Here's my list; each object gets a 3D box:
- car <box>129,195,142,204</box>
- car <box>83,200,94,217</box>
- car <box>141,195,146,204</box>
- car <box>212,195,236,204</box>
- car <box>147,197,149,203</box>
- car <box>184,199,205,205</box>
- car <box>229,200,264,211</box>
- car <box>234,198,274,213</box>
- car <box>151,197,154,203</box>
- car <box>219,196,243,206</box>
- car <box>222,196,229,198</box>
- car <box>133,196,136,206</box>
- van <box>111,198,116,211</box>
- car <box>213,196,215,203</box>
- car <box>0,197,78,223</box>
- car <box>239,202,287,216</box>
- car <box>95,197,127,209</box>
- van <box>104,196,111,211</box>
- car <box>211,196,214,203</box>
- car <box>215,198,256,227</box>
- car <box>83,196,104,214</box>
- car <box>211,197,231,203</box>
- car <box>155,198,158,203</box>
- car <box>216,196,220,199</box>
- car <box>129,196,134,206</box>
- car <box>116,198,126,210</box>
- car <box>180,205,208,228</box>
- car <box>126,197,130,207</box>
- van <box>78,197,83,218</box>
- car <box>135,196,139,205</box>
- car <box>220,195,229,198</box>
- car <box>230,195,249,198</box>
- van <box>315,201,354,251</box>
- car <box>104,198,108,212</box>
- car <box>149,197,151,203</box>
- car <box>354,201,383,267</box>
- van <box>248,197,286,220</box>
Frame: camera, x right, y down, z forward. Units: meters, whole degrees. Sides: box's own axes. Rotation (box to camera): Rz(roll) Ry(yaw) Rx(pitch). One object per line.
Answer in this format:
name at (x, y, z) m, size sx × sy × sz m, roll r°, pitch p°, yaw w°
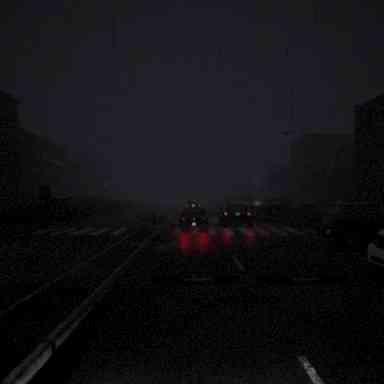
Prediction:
car at (-12.771, 1.898, 64.032) m, size 5.008 × 1.535 × 2.097 m, roll 0°, pitch 0°, yaw 0°
car at (-12.850, 1.803, 33.461) m, size 4.792 × 1.488 × 2.163 m, roll 0°, pitch 0°, yaw 0°
car at (-12.935, 1.913, 69.589) m, size 5.366 × 1.575 × 1.946 m, roll 0°, pitch 0°, yaw 0°
car at (7.696, 1.782, 80.263) m, size 5.566 × 2.045 × 2.435 m, roll 0°, pitch -1°, yaw 0°
car at (-12.731, 1.997, 75.017) m, size 4.674 × 1.452 × 2.002 m, roll 0°, pitch -1°, yaw 0°
car at (0.143, 1.695, 41.212) m, size 2.097 × 1.767 × 4.553 m, roll 0°, pitch 0°, yaw 0°
car at (7.687, 1.893, 47.181) m, size 4.674 × 1.452 × 2.002 m, roll 0°, pitch 0°, yaw 0°
car at (7.715, 1.699, 41.665) m, size 4.553 × 1.767 × 2.185 m, roll 0°, pitch 0°, yaw 0°
car at (-12.689, 1.776, 80.572) m, size 5.566 × 2.045 × 2.435 m, roll 0°, pitch -1°, yaw 0°
car at (7.741, 1.786, 66.484) m, size 4.553 × 1.767 × 2.185 m, roll 0°, pitch 0°, yaw 0°
car at (7.881, 1.871, 52.697) m, size 5.366 × 1.575 × 1.946 m, roll 0°, pitch 0°, yaw 0°
car at (-12.812, 1.915, 58.349) m, size 4.792 × 1.488 × 2.163 m, roll 0°, pitch 0°, yaw 0°
van at (-12.942, 1.614, 44.453) m, size 4.442 × 1.987 × 1.878 m, roll 0°, pitch 0°, yaw 0°
car at (7.710, 1.939, 71.993) m, size 5.008 × 1.535 × 2.097 m, roll 0°, pitch -1°, yaw 0°
car at (-12.940, 1.475, 27.780) m, size 5.566 × 2.045 × 2.435 m, roll 0°, pitch 0°, yaw 0°
car at (7.649, 1.820, 36.148) m, size 4.792 × 1.488 × 2.163 m, roll 0°, pitch 0°, yaw 0°
car at (-12.830, 1.746, 52.791) m, size 4.553 × 1.767 × 2.185 m, roll 0°, pitch 0°, yaw 0°
van at (-12.955, 1.601, 41.799) m, size 4.442 × 1.987 × 1.878 m, roll 0°, pitch 0°, yaw 0°
car at (7.690, 1.714, 74.753) m, size 5.566 × 2.045 × 2.435 m, roll 0°, pitch -1°, yaw 0°
car at (3.129, 1.571, 24.896) m, size 2.097 × 1.767 × 4.553 m, roll 0°, pitch -1°, yaw 0°
car at (-12.892, 1.540, 36.116) m, size 5.566 × 2.045 × 2.435 m, roll 0°, pitch 0°, yaw 0°
car at (7.727, 2.181, 88.522) m, size 5.008 × 1.535 × 2.097 m, roll 0°, pitch -1°, yaw 0°
car at (-12.690, 2.248, 91.799) m, size 4.892 × 1.521 × 2.231 m, roll 0°, pitch -1°, yaw 0°
car at (7.675, 1.646, 60.972) m, size 5.566 × 2.045 × 2.435 m, roll 0°, pitch 0°, yaw 0°
car at (-12.785, 1.879, 55.569) m, size 5.008 × 1.535 × 2.097 m, roll 0°, pitch 0°, yaw 0°
car at (-12.785, 1.601, 47.351) m, size 5.566 × 2.045 × 2.435 m, roll 0°, pitch 0°, yaw 0°
car at (0.125, 1.809, 23.721) m, size 1.895 × 1.301 × 4.718 m, roll 0°, pitch -1°, yaw 0°
car at (-12.622, 1.861, 50.134) m, size 5.366 × 1.575 × 1.946 m, roll 0°, pitch 0°, yaw 0°
van at (-12.778, 1.524, 30.556) m, size 4.442 × 1.987 × 1.878 m, roll 0°, pitch -1°, yaw 0°
car at (-12.781, 1.893, 61.128) m, size 4.892 × 1.521 × 2.231 m, roll 0°, pitch 0°, yaw 0°
car at (7.670, 1.764, 58.214) m, size 4.553 × 1.767 × 2.185 m, roll 0°, pitch 0°, yaw 0°
car at (7.653, 1.557, 38.907) m, size 5.566 × 2.045 × 2.435 m, roll 0°, pitch 0°, yaw 0°
van at (7.538, 1.362, 14.087) m, size 4.442 × 1.987 × 1.878 m, roll 0°, pitch -1°, yaw 0°
car at (-12.842, 1.812, 39.015) m, size 4.892 × 1.521 × 2.231 m, roll 0°, pitch 0°, yaw 0°
car at (-12.911, 1.986, 77.791) m, size 5.366 × 1.575 × 1.946 m, roll 0°, pitch -1°, yaw 0°
car at (7.621, 1.283, 8.576) m, size 5.566 × 2.045 × 2.435 m, roll 0°, pitch -1°, yaw 0°
van at (7.789, 1.524, 30.631) m, size 4.442 × 1.987 × 1.878 m, roll 0°, pitch 0°, yaw 0°
